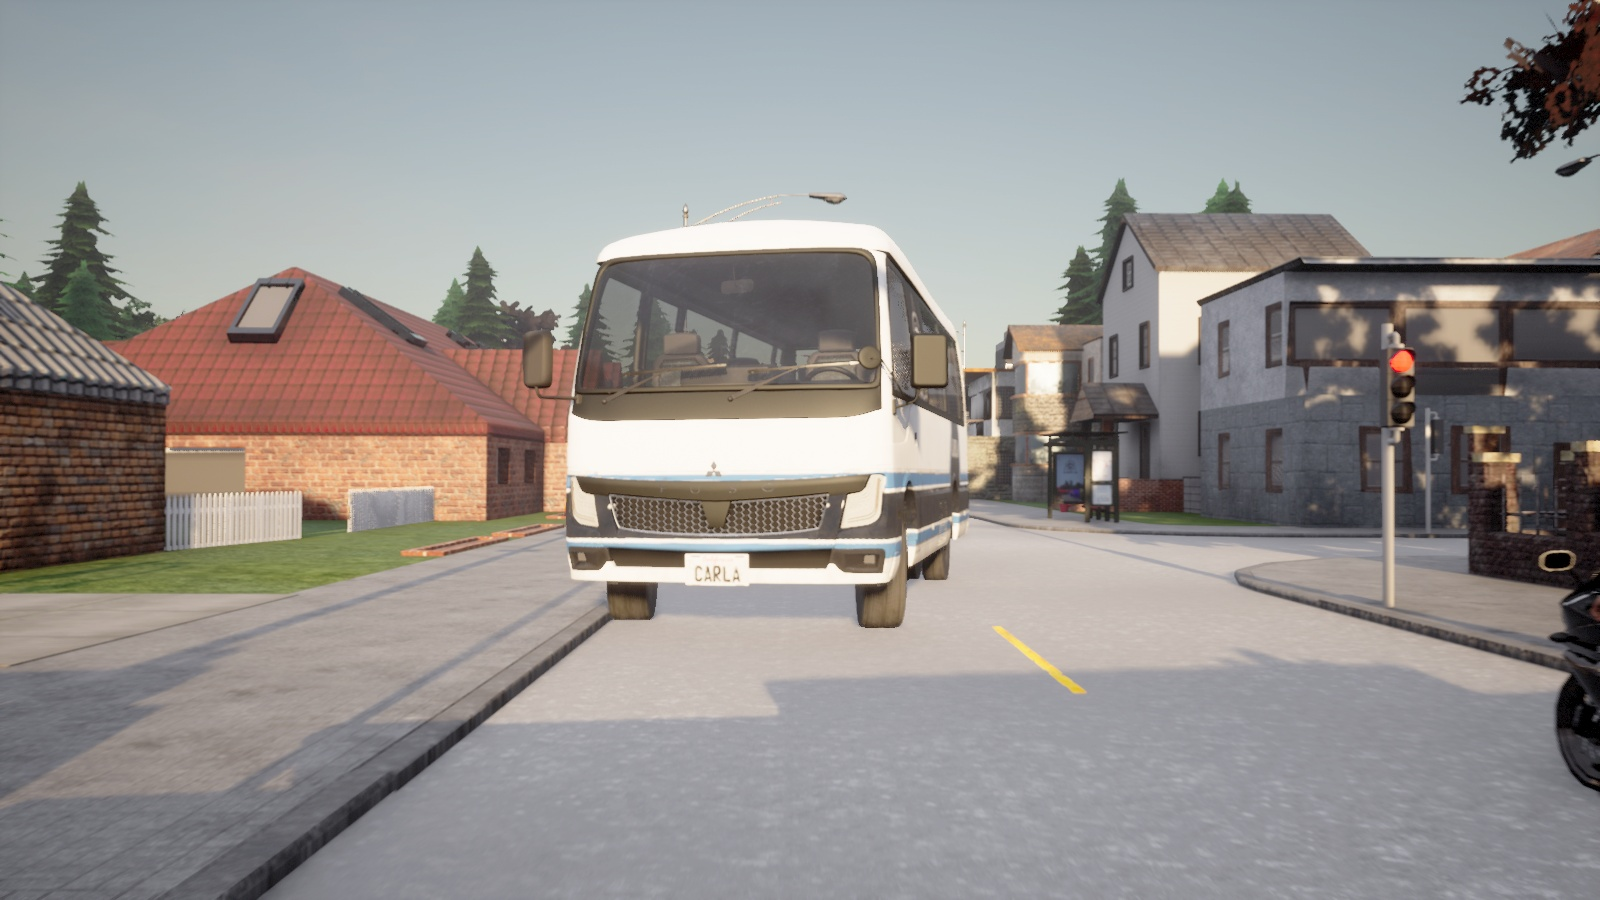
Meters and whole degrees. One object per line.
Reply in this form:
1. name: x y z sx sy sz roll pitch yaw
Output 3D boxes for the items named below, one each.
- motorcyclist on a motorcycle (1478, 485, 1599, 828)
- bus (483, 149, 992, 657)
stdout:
1. motorcyclist on a motorcycle: 4.039 0.933 5.517 0.866 1.530 2.191 0 -1 -2
2. bus: 0.141 -0.280 15.932 3.944 4.253 10.273 -1 -1 12
